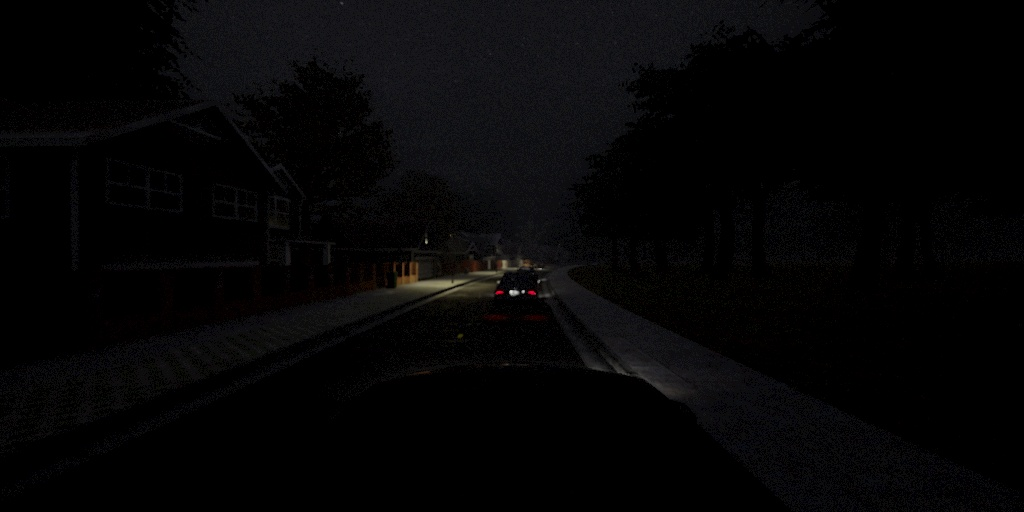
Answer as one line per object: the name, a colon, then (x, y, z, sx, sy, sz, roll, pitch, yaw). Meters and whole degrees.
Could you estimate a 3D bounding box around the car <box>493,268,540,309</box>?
car: (0.237, 1.427, 15.760, 2.033, 1.411, 5.357, 0, 0, 2)

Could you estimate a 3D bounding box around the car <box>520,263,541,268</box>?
car: (1.241, 1.579, 30.939, 1.994, 1.385, 4.181, 0, 0, 5)
